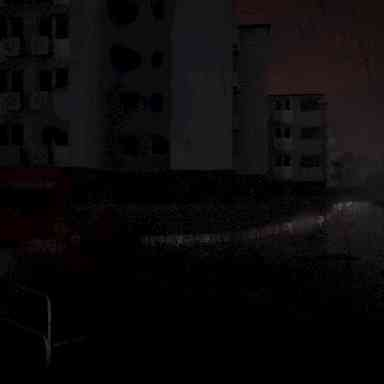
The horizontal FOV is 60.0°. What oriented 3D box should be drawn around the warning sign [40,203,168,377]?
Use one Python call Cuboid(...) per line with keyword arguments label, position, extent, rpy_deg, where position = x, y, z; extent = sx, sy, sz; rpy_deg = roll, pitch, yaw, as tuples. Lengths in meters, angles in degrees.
Cuboid(label="warning sign", position=(-1.147, 1.114, 4.503), extent=(1.060, 1.860, 1.300), rpy_deg=(0, 0, 36))
